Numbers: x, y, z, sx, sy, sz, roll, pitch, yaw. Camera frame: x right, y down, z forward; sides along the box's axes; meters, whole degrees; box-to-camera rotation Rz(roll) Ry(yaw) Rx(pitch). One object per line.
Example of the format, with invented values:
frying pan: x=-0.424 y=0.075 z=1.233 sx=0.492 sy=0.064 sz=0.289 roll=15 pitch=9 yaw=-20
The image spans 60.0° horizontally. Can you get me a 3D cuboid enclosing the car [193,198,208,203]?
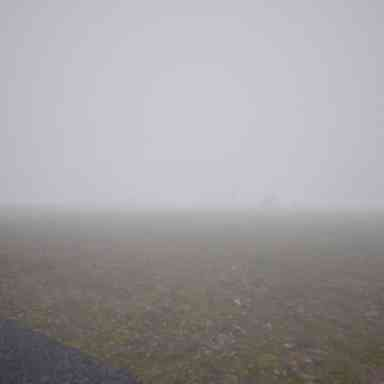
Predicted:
car: x=2.272 y=2.417 z=90.522 sx=1.895 sy=1.301 sz=4.718 roll=1 pitch=0 yaw=36
